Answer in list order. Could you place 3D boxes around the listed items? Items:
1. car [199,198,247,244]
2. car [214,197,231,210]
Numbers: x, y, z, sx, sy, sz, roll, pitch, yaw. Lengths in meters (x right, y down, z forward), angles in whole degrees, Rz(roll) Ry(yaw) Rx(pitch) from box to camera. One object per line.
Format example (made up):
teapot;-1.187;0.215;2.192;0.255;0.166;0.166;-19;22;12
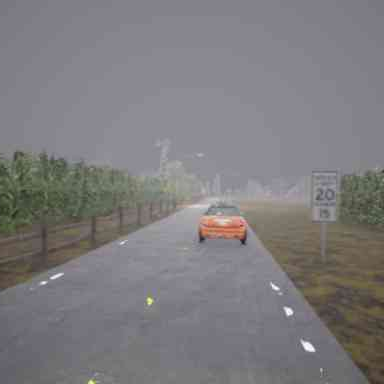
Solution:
car;1.506;1.368;16.268;2.097;1.767;4.553;1;0;5
car;4.046;1.492;43.943;2.033;1.411;5.357;1;0;5
